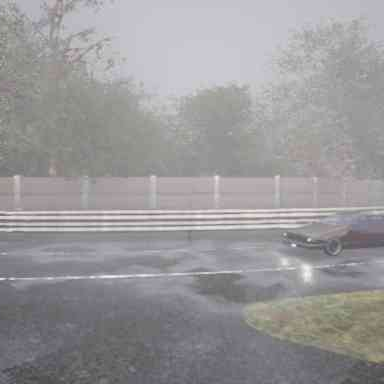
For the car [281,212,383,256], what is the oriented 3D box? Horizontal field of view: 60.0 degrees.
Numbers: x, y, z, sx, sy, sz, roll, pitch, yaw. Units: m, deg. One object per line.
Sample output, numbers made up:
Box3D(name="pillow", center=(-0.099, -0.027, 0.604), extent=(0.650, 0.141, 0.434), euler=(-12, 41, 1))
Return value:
Box3D(name="car", center=(6.123, 1.496, 12.695), extent=(5.357, 1.411, 2.033), euler=(0, 0, -19))
